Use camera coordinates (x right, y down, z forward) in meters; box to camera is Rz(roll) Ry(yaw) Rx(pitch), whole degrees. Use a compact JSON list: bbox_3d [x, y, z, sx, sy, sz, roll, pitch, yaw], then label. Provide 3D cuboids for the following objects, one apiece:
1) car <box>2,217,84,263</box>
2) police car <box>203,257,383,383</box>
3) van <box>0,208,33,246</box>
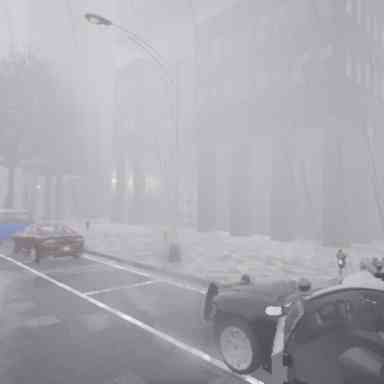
[{"bbox_3d":[-6.006,1.927,13.586,1.887,1.381,4.507,3,-3,-42],"label":"car"},{"bbox_3d":[2.278,1.619,3.967,1.930,1.638,5.238,3,-3,-42],"label":"police car"},{"bbox_3d":[-9.798,1.801,17.735,1.690,1.788,3.998,3,-3,-42],"label":"van"}]
